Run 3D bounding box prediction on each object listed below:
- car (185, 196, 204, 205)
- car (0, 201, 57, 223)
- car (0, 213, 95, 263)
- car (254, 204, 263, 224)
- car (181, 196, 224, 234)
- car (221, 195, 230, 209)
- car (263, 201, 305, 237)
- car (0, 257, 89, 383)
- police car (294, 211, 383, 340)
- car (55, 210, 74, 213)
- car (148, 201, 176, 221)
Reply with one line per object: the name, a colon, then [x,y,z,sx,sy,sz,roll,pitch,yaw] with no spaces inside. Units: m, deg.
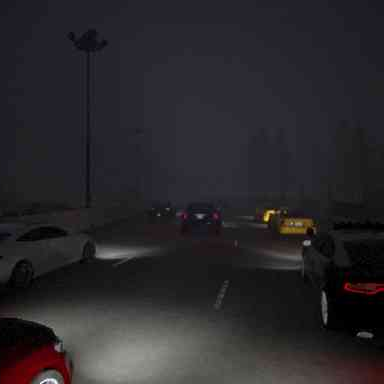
car: [0.352,1.451,60.618,1.882,1.535,5.008,0,0,-19]
car: [-12.987,1.532,26.641,2.033,1.411,5.357,0,0,2]
car: [-4.411,1.520,8.995,1.812,1.442,4.674,0,0,12]
car: [5.652,1.446,24.230,1.801,1.575,5.366,0,0,3]
car: [0.652,1.344,19.500,2.097,1.767,4.553,0,0,6]
car: [3.677,1.333,45.567,2.097,1.767,4.553,0,0,-9]
car: [5.138,1.449,17.670,1.801,1.575,5.366,0,0,6]
car: [-2.577,1.524,1.622,1.812,1.442,4.674,0,0,16]
police car: [3.403,1.423,6.763,1.930,1.638,5.238,0,0,12]
car: [-9.700,1.513,23.577,1.812,1.442,4.674,0,0,3]
car: [-2.370,1.479,27.094,2.128,1.511,4.902,0,0,2]
